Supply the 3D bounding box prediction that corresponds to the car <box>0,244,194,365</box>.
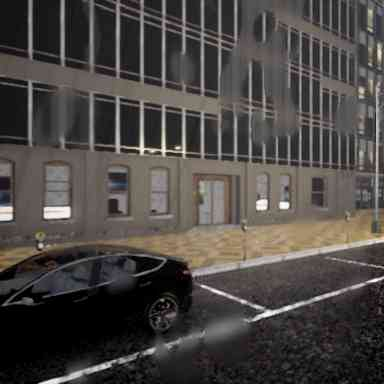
[{"bbox_3d":[-1.954,1.565,5.164,4.313,1.339,1.947,0,0,-36],"label":"car"}]
